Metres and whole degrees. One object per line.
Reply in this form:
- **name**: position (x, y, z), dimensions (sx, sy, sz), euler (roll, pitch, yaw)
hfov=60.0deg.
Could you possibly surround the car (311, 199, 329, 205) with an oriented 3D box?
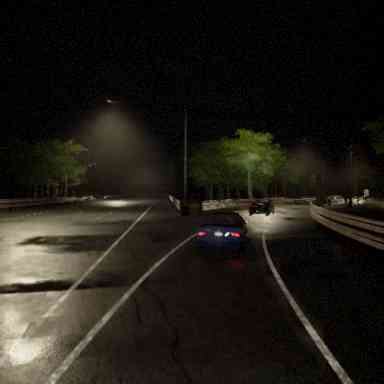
- **car**: position (21.604, 1.657, 55.936), dimensions (1.994, 1.385, 4.181), euler (0, 0, 38)

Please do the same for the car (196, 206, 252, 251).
- **car**: position (1.405, 1.560, 14.367), dimensions (2.033, 1.411, 5.357), euler (0, 0, 11)

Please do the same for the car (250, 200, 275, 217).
- **car**: position (6.907, 1.535, 32.535), dimensions (2.128, 1.511, 4.902), euler (0, 0, 23)
